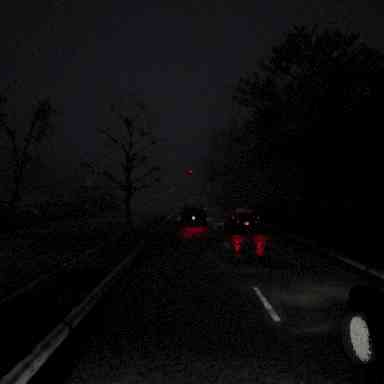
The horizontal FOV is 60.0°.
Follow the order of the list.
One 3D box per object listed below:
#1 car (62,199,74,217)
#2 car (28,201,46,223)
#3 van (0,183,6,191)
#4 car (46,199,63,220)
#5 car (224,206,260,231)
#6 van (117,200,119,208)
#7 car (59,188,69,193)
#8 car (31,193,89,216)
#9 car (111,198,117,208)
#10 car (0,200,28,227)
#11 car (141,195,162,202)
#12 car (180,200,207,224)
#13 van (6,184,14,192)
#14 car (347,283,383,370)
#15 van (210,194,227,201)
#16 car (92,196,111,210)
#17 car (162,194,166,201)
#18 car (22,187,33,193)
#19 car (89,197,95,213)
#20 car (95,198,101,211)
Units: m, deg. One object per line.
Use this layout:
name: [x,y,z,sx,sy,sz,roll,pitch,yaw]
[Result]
car: [-13.811,1.680,31.162,4.792,1.488,2.163,-1,0,-20]
car: [-13.825,1.476,25.169,4.553,1.767,2.185,-1,-1,-20]
van: [-46.141,-1.230,81.012,1.878,1.987,4.442,7,-3,-19]
car: [-13.796,1.626,28.178,4.892,1.521,2.231,-1,-1,-20]
car: [3.109,1.606,21.143,1.812,1.442,4.674,0,0,0]
van: [-13.589,1.590,49.253,4.442,1.987,1.878,-1,-1,-19]
car: [-31.142,0.108,80.980,2.435,2.045,5.566,6,-3,-19]
car: [-13.810,1.427,34.168,5.566,2.045,2.435,-1,0,-20]
car: [-13.705,1.537,46.217,5.566,2.045,2.435,-1,-1,-20]
car: [-13.765,1.453,22.183,4.553,1.767,2.185,-1,0,-20]
car: [-11.425,1.960,90.035,4.792,1.488,2.163,-1,0,-15]
car: [0.110,1.615,25.621,1.837,1.490,4.892,0,-1,0]
van: [-43.125,-0.957,80.981,1.878,1.987,4.442,7,-3,-19]
car: [3.102,1.482,2.692,1.882,1.535,5.008,0,0,0]
van: [7.303,1.665,92.630,4.442,1.987,1.878,1,0,-14]
car: [-13.778,1.509,43.181,5.566,2.045,2.435,-1,0,-20]
car: [-10.780,1.940,93.028,5.366,1.575,1.946,-1,-1,-15]
car: [-40.180,-0.458,81.037,2.231,1.521,4.892,6,-3,-19]
car: [-13.949,1.704,37.116,5.366,1.575,1.946,-1,0,-20]
car: [-13.759,1.773,40.182,4.674,1.452,2.002,-1,0,-20]
